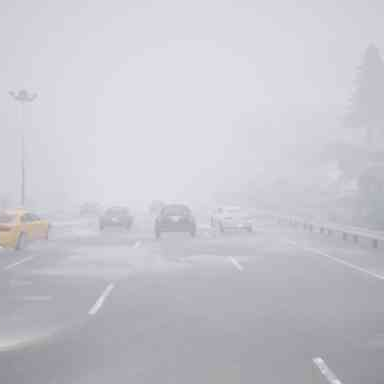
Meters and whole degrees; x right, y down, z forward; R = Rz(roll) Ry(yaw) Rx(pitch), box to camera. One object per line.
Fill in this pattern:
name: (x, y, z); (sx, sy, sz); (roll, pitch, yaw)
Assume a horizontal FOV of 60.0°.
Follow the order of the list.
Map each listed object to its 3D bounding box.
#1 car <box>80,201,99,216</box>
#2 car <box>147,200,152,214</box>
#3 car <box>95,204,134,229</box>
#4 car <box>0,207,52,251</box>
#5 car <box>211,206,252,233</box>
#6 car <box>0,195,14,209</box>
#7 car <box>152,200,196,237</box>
car: (-10.350, 1.675, 34.211); (2.033, 1.411, 5.357); (0, 0, -11)
car: (-3.936, 1.630, 37.588); (1.837, 1.490, 4.892); (0, 0, -11)
car: (-4.931, 1.643, 22.163); (1.994, 1.385, 4.181); (0, 0, -7)
car: (-7.623, 1.538, 14.292); (1.882, 1.535, 5.008); (0, 0, -5)
car: (2.335, 1.584, 20.244); (1.812, 1.442, 4.674); (0, 0, -6)
car: (-29.203, 1.439, 51.019); (2.150, 2.045, 5.566); (0, 0, -17)
car: (-1.031, 1.413, 18.755); (2.097, 1.767, 4.553); (0, 0, -6)
